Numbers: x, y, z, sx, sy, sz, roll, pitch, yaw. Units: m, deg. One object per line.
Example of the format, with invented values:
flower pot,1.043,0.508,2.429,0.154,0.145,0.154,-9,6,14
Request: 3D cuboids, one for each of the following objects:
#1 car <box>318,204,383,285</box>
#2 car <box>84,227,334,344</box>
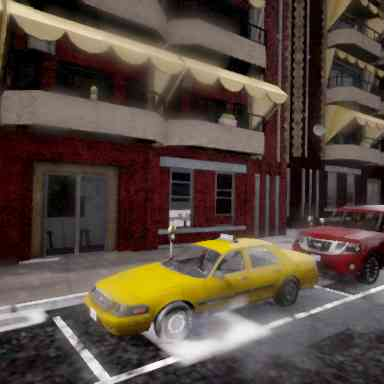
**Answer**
car,5.121,1.319,9.721,5.009,1.841,2.192,0,2,-35
car,0.476,1.526,6.414,4.829,1.417,1.752,0,2,-35
